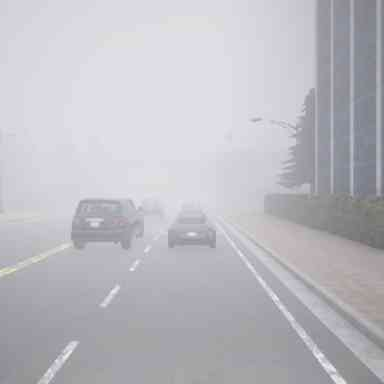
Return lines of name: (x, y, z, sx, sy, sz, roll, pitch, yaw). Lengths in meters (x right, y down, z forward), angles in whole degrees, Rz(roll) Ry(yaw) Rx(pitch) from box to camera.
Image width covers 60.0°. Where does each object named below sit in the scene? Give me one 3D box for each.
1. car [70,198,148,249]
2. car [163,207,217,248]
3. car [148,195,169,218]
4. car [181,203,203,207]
car: (-3.500, 1.257, 14.680, 2.150, 2.045, 5.566, 0, 0, 0)
car: (0.000, 1.571, 14.650, 1.994, 1.385, 4.181, 0, 0, 0)
car: (-3.500, 1.365, 29.620, 2.097, 1.767, 4.553, 0, 0, 0)
car: (0.000, 1.615, 29.680, 1.895, 1.301, 4.718, 0, 0, 0)
